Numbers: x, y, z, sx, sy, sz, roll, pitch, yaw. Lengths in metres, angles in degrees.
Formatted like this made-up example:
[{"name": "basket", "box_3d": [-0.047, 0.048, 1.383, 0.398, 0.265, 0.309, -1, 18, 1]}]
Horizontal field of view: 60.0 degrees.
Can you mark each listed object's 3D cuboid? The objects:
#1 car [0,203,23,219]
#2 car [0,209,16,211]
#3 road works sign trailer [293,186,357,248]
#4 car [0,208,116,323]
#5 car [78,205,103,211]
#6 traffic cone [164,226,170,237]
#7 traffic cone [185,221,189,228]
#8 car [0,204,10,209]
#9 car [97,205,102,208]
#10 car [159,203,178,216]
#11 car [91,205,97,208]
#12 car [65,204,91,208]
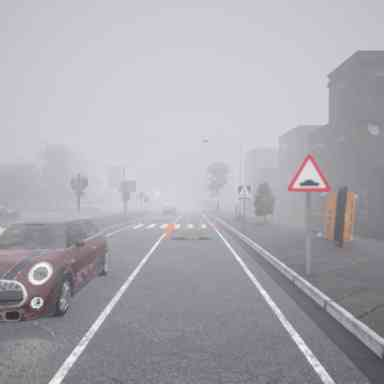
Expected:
[{"name": "car", "box_3d": [-21.950, 2.125, 37.489, 4.553, 1.767, 2.185, 0, -2, 0]}, {"name": "car", "box_3d": [-9.369, 1.586, 12.939, 5.366, 1.575, 1.946, 0, -1, 0]}, {"name": "road works sign trailer", "box_3d": [6.001, 1.015, 14.499, 2.880, 2.380, 3.560, 5, -1, 13]}, {"name": "car", "box_3d": [-3.348, 1.392, 7.505, 2.097, 1.767, 4.553, 0, -1, 0]}, {"name": "car", "box_3d": [-21.776, 3.421, 71.499, 4.674, 1.452, 2.002, 0, -2, 0]}, {"name": "traffic cone", "box_3d": [-1.371, 2.170, 18.194, 0.340, 0.580, 0.340, 0, -1, 0]}, {"name": "traffic cone", "box_3d": [-0.365, 2.327, 24.193, 0.340, 0.580, 0.340, 0, -2, 0]}, {"name": "car", "box_3d": [-21.890, 2.187, 34.315, 4.674, 1.452, 2.002, 0, -2, 0]}, {"name": "car", "box_3d": [-21.797, 3.277, 68.353, 5.008, 1.535, 2.097, 0, -2, 0]}, {"name": "car", "box_3d": [-3.252, 2.742, 49.134, 2.033, 1.411, 5.357, 0, -2, 0]}, {"name": "car", "box_3d": [-21.799, 3.169, 65.082, 4.892, 1.521, 2.231, 0, -2, 0]}, {"name": "car", "box_3d": [-21.815, 3.099, 61.806, 4.674, 1.452, 2.002, 0, -2, 0]}]
